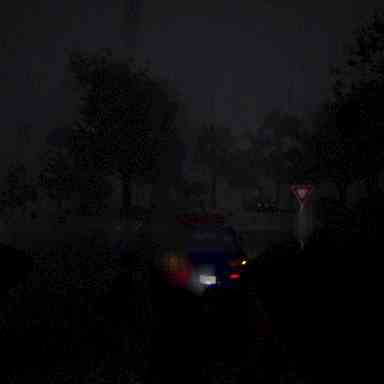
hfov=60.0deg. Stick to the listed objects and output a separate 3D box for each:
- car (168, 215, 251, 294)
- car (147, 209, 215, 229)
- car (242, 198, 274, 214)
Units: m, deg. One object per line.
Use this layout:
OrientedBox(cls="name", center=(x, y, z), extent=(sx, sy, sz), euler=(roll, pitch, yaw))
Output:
OrientedBox(cls="car", center=(0.486, 1.562, 8.805), extent=(1.812, 1.442, 4.674), euler=(0, 0, 4))
OrientedBox(cls="car", center=(-0.289, 1.685, 20.737), extent=(4.718, 1.301, 1.895), euler=(0, 0, -19))
OrientedBox(cls="car", center=(7.490, 1.507, 38.085), extent=(2.097, 1.767, 4.553), euler=(0, 0, -15))
